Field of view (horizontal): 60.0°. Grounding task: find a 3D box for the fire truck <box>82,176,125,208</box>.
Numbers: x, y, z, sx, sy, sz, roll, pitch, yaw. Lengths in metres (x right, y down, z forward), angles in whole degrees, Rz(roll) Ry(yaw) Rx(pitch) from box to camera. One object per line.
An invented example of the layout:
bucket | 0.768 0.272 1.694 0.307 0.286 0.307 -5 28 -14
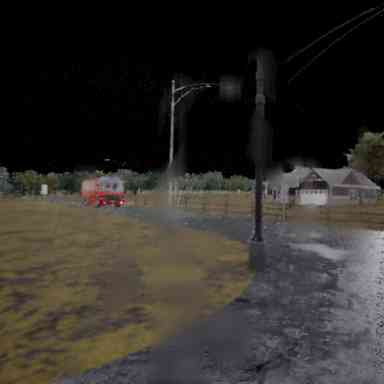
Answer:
fire truck | -11.345 0.014 41.842 2.891 3.827 8.468 2 -1 -33
